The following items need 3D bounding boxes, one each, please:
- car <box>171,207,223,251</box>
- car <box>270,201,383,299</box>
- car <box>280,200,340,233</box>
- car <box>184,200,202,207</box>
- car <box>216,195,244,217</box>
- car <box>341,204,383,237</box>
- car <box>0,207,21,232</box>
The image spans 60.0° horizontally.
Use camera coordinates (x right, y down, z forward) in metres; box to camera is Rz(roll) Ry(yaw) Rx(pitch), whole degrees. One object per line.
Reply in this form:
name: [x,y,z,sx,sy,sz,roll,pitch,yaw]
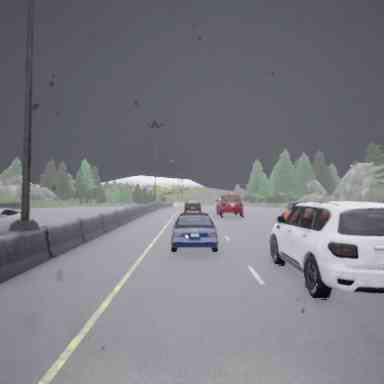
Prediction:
car: [0.096,1.580,14.227,2.033,1.411,5.357,0,0,0]
car: [3.610,1.241,8.610,2.150,2.045,5.566,0,0,0]
car: [7.095,1.398,20.564,2.097,1.767,4.553,0,0,0]
car: [0.092,1.604,38.066,1.882,1.535,5.008,0,-1,0]
car: [3.581,1.295,32.144,2.150,2.045,5.566,0,0,0]
car: [10.595,1.548,19.095,1.837,1.490,4.892,0,0,0]
car: [-10.601,1.566,17.798,1.812,1.442,4.674,0,0,0]
